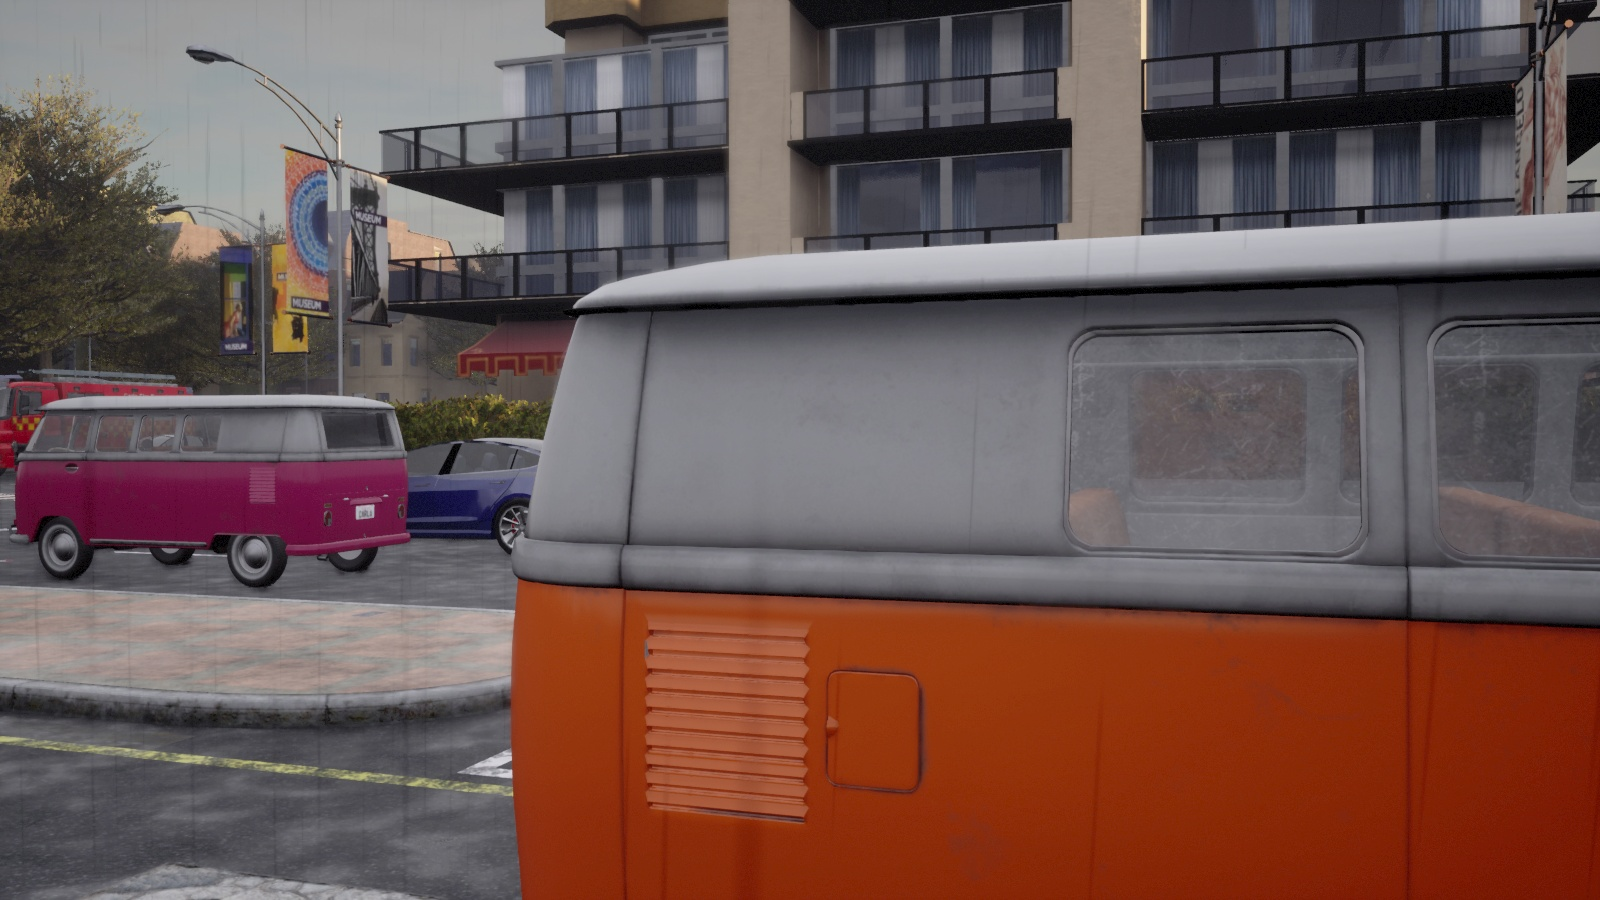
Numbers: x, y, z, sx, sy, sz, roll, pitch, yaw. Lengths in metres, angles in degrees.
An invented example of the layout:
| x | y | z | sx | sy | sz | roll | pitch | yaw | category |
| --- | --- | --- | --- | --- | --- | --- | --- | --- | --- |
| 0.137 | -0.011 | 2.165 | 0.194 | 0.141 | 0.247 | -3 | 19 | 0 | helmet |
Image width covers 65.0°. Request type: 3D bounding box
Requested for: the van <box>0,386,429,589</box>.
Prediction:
| x | y | z | sx | sy | sz | roll | pitch | yaw | category |
| --- | --- | --- | --- | --- | --- | --- | --- | --- | --- |
| -6.511 | 0.334 | 13.820 | 4.442 | 1.987 | 1.775 | 1 | 1 | 19 | van |

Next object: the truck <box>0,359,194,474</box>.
| x | y | z | sx | sy | sz | roll | pitch | yaw | category |
| --- | --- | --- | --- | --- | --- | --- | --- | --- | --- |
| -26.770 | -1.180 | 46.298 | 2.891 | 3.827 | 8.468 | 1 | 1 | 18 | truck |

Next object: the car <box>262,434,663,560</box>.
| x | y | z | sx | sy | sz | roll | pitch | yaw | category |
| --- | --- | --- | --- | --- | --- | --- | --- | --- | --- |
| -4.484 | 0.540 | 16.834 | 4.792 | 1.488 | 2.163 | 1 | 1 | 19 | car |

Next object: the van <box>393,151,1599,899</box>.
| x | y | z | sx | sy | sz | roll | pitch | yaw | category |
| --- | --- | --- | --- | --- | --- | --- | --- | --- | --- |
| 1.570 | 0.543 | 2.661 | 4.442 | 1.987 | 1.775 | 1 | 1 | 19 | van |
